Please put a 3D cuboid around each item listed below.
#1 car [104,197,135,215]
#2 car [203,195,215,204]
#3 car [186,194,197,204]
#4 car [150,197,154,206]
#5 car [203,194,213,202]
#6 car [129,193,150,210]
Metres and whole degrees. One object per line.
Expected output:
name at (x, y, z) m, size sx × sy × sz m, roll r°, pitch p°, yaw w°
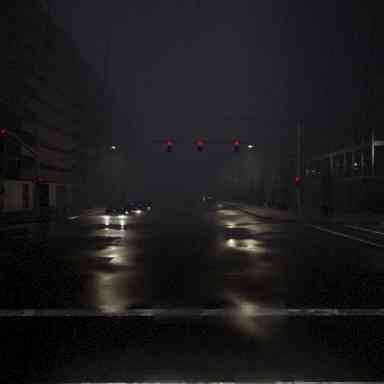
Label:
car at (-7.471, 1.526, 34.219) m, size 1.812 × 1.442 × 4.674 m, roll 0°, pitch 0°, yaw 0°
car at (3.453, 1.491, 64.709) m, size 2.128 × 1.511 × 4.902 m, roll 0°, pitch 0°, yaw 1°
car at (-0.046, 1.564, 64.617) m, size 1.994 × 1.385 × 4.181 m, roll 0°, pitch 0°, yaw 1°
car at (-7.347, 1.547, 54.594) m, size 2.033 × 1.411 × 5.357 m, roll 0°, pitch 0°, yaw 1°
car at (3.456, 1.355, 74.574) m, size 2.097 × 1.767 × 4.553 m, roll 0°, pitch 0°, yaw 1°
car at (-7.454, 1.221, 44.391) m, size 2.150 × 2.045 × 5.566 m, roll 0°, pitch 0°, yaw 1°
